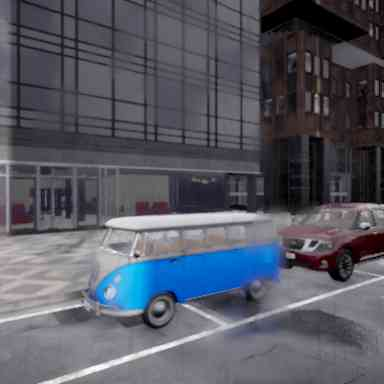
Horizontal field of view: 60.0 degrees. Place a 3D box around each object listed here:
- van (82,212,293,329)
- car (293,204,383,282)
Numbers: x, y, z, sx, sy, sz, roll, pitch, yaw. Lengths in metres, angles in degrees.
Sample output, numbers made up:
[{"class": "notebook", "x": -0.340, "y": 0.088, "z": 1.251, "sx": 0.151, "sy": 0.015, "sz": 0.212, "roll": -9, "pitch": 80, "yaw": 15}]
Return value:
[{"class": "van", "x": -0.005, "y": 1.335, "z": 6.653, "sx": 3.998, "sy": 1.788, "sz": 1.690, "roll": 0, "pitch": 0, "yaw": -36}, {"class": "car", "x": 4.554, "y": 1.297, "z": 9.922, "sx": 5.009, "sy": 1.841, "sz": 2.192, "roll": 0, "pitch": 0, "yaw": -36}]
